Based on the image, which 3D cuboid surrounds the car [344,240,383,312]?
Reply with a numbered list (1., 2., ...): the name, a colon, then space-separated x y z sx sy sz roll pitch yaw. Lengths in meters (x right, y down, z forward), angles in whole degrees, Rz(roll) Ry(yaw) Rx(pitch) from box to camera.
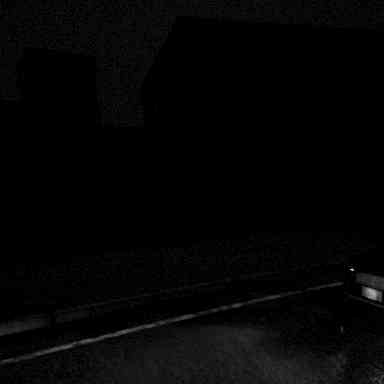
1. car: 5.185 1.395 6.500 4.902 1.511 2.128 -1 1 -25
